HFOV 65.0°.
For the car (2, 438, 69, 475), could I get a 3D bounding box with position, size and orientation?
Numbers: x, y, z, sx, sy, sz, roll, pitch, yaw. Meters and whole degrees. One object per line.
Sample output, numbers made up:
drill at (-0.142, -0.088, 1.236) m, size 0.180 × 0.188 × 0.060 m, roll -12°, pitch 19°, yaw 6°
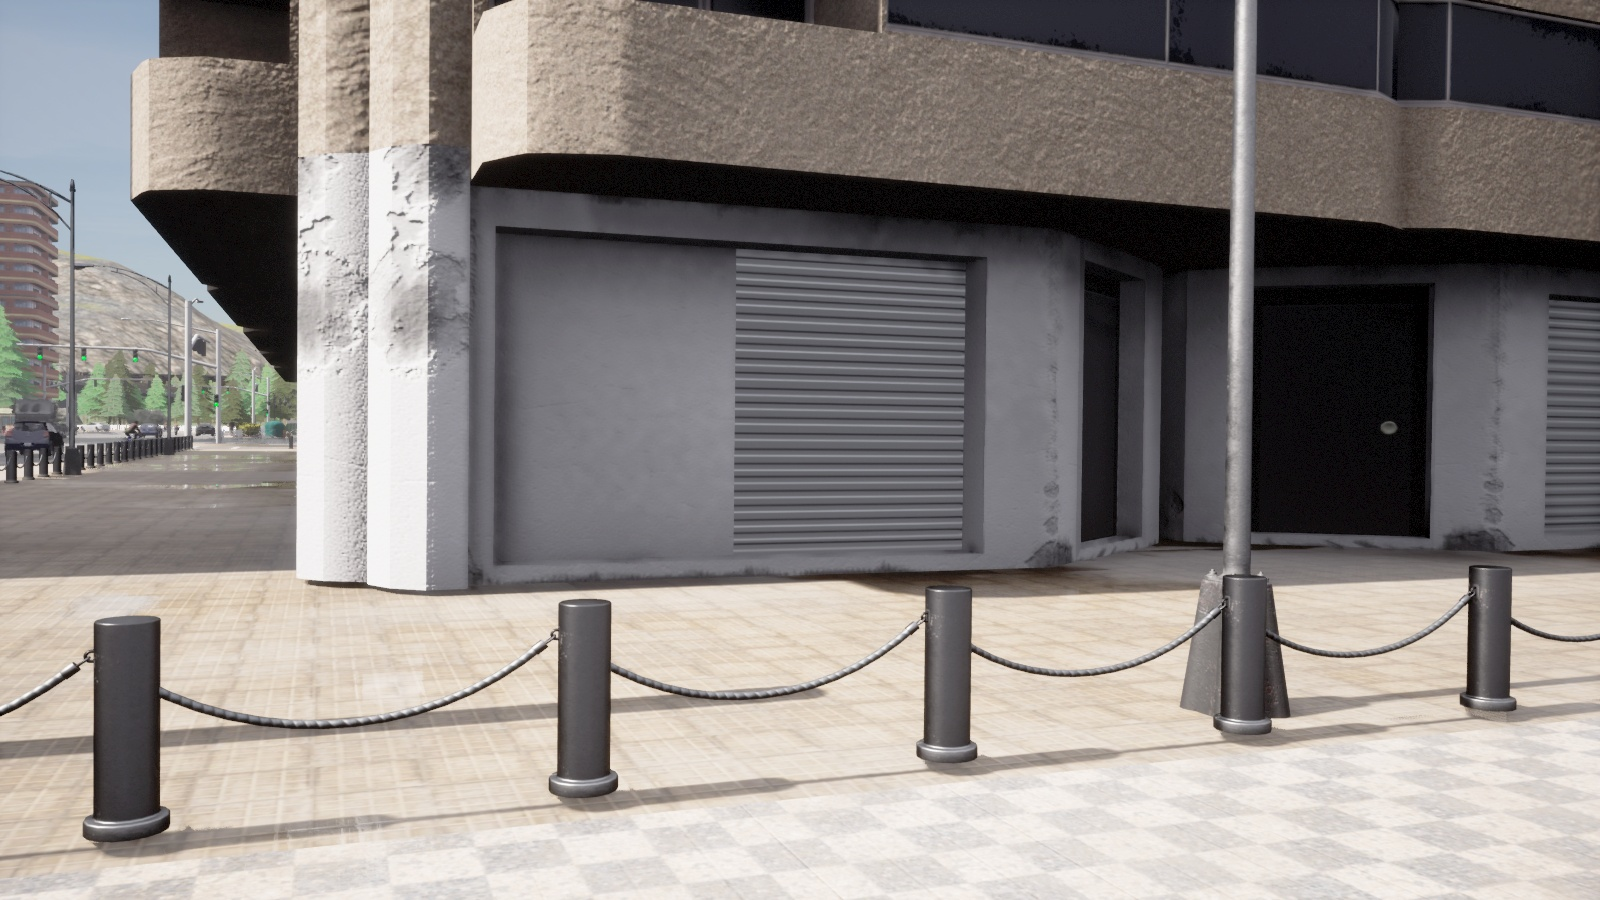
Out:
car at (-32.868, 0.232, 54.087) m, size 1.845 × 1.501 × 3.633 m, roll -1°, pitch 1°, yaw -21°
